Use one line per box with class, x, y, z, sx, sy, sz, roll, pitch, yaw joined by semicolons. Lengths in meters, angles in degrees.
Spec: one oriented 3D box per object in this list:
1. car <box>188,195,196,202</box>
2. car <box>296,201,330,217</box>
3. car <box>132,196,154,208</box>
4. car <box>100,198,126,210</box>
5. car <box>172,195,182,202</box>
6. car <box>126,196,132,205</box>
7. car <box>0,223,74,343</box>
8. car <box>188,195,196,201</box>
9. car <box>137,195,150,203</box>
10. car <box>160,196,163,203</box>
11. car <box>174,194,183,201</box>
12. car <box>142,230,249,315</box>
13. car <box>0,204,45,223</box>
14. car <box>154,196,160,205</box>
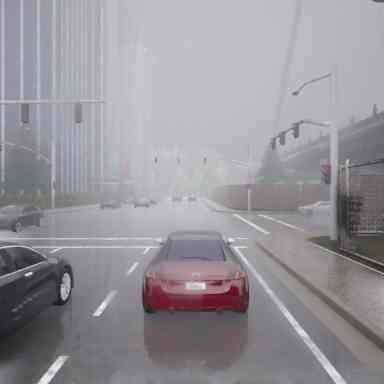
car;0.027;1.478;74.784;1.882;1.535;5.008;0;0;0
car;12.375;1.581;31.745;4.674;1.442;1.812;0;0;-3
car;-7.067;1.526;48.065;1.812;1.442;4.674;0;0;0
car;-10.587;1.547;43.775;2.033;1.411;5.357;0;0;0
car;-3.481;1.495;74.239;1.837;1.490;4.892;0;0;0
car;-10.567;1.489;57.112;2.128;1.511;4.902;0;0;0
car;-3.440;1.505;5.192;1.837;1.490;4.892;0;0;0
car;0.022;1.478;85.191;1.882;1.535;5.008;0;0;0
car;-10.482;1.522;72.024;2.128;1.511;4.902;0;0;0
car;-6.996;1.490;68.187;2.128;1.511;4.902;0;0;0
car;-3.478;1.386;84.663;2.128;1.511;4.902;0;0;0
car;0.074;1.564;7.647;1.994;1.385;4.181;0;0;0
car;-10.596;1.532;20.054;1.837;1.490;4.892;0;0;0
car;-7.068;1.601;57.144;1.895;1.301;4.718;0;0;0
